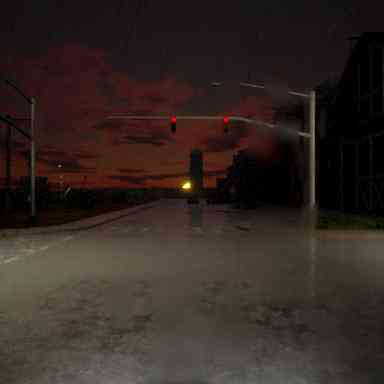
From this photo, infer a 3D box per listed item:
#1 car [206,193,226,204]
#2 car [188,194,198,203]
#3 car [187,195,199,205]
[{"bbox_3d":[4.321,1.144,59.865,1.905,1.878,3.866,-8,3,-42],"label":"car"},{"bbox_3d":[0.179,1.352,67.303,2.097,1.767,4.553,0,0,0],"label":"car"},{"bbox_3d":[0.194,1.496,57.563,2.033,1.411,5.357,0,-1,1],"label":"car"}]
